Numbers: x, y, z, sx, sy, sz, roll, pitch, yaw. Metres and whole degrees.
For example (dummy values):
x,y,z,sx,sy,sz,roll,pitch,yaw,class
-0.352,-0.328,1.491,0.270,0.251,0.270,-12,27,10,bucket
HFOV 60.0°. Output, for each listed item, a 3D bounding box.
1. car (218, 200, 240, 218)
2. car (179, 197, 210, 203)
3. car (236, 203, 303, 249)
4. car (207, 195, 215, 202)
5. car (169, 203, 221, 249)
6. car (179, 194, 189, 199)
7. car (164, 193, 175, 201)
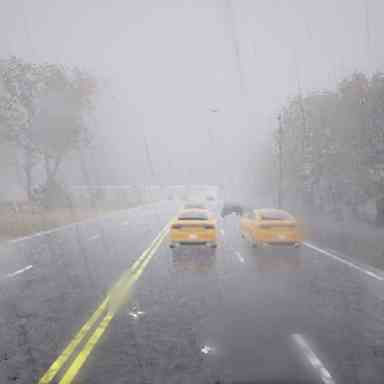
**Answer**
x,y,z,sx,sy,sz,roll,pitch,yaw,class
3.470,1.488,29.557,1.837,1.490,4.892,0,0,1,car
0.220,1.467,29.605,2.128,1.511,4.902,0,0,1,car
3.305,1.476,14.595,1.882,1.535,5.008,0,0,0,car
3.971,1.381,72.479,1.837,1.490,4.892,0,0,2,car
0.055,1.475,14.618,1.882,1.535,5.008,0,0,0,car
-1.822,1.324,75.966,1.837,1.490,4.892,0,0,2,car
-5.068,1.177,76.123,2.097,1.767,4.553,0,0,2,car
